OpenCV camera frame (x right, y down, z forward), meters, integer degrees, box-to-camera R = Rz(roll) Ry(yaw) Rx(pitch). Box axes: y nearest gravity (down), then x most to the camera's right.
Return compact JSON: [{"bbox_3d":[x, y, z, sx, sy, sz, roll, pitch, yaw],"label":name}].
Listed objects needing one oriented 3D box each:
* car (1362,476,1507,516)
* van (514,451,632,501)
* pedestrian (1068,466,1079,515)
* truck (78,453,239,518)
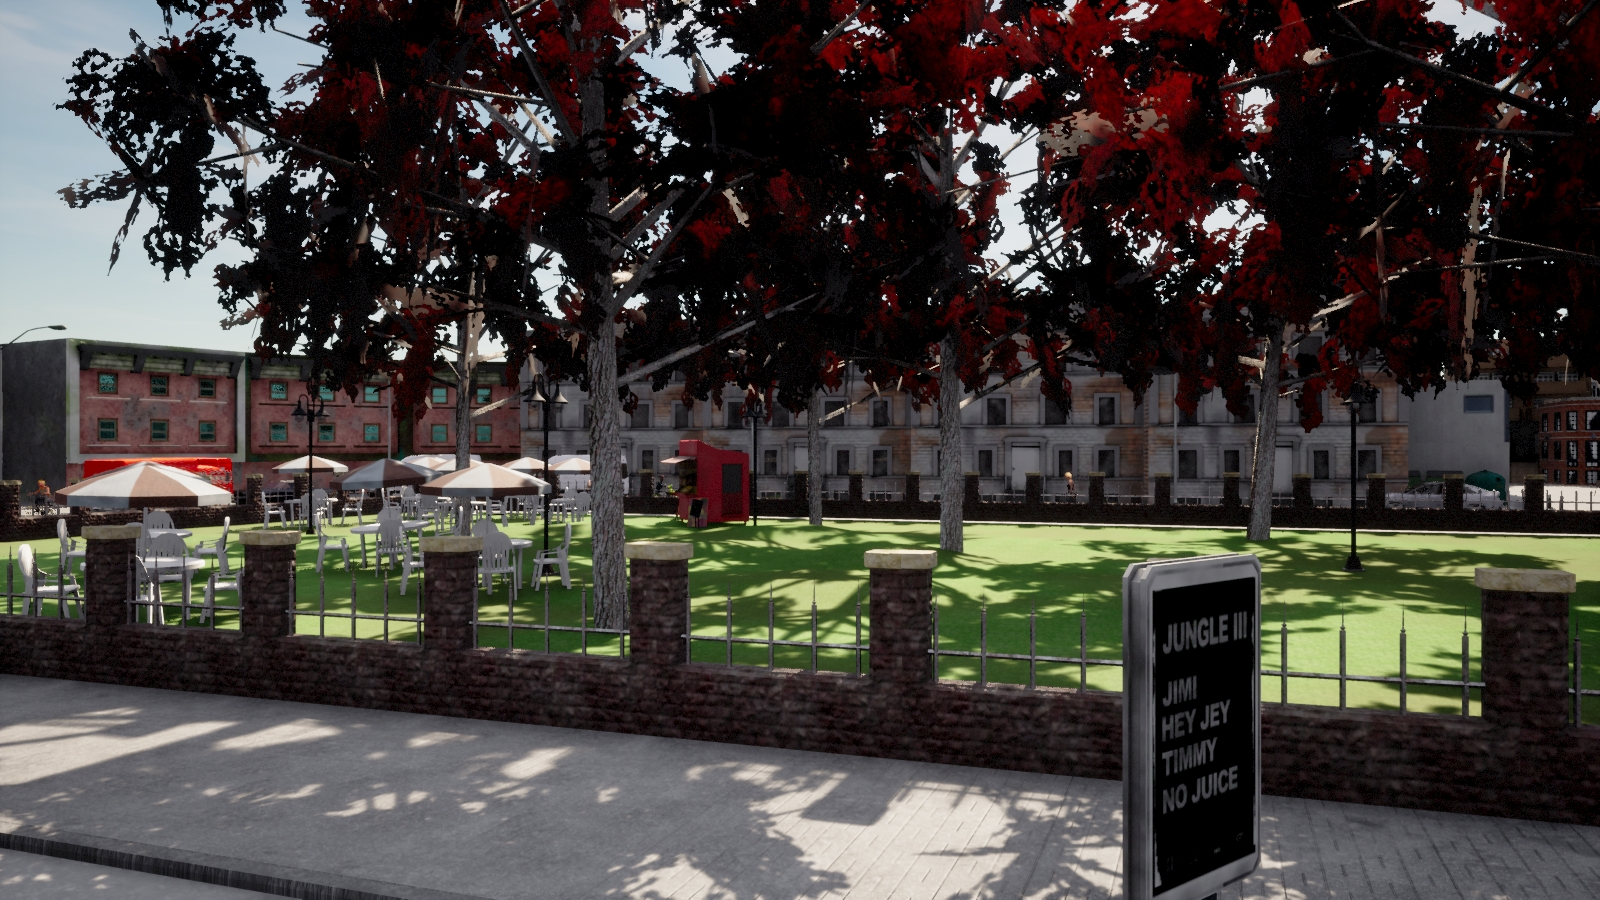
[{"bbox_3d":[25.909,1.841,46.850,4.892,1.480,2.231,0,0,19],"label":"car"},{"bbox_3d":[-12.048,1.315,60.623,5.915,2.561,1.988,0,0,20],"label":"van"},{"bbox_3d":[10.341,1.525,43.166,0.375,1.860,0.375,0,0,20],"label":"pedestrian"},{"bbox_3d":[-25.692,1.348,46.006,2.627,2.467,5.204,0,0,20],"label":"truck"}]
